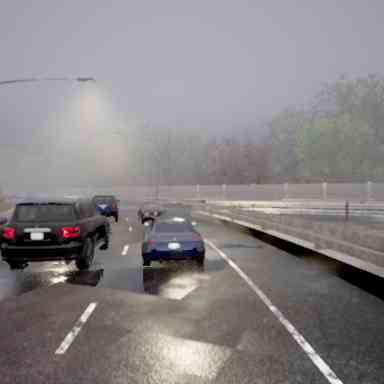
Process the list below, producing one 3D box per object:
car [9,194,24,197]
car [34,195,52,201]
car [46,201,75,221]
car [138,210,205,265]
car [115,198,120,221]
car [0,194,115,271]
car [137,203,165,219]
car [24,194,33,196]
[{"bbox_3d":[-42.634,1.241,78.927,4.553,1.767,2.097,0,0,40],"label":"car"},{"bbox_3d":[-37.579,1.406,83.877,5.357,1.411,2.033,0,0,40],"label":"car"},{"bbox_3d":[-11.057,1.516,28.185,1.812,1.442,4.674,0,0,-16],"label":"car"},{"bbox_3d":[-0.737,1.541,11.709,1.994,1.385,4.181,0,0,-7],"label":"car"},{"bbox_3d":[-7.055,1.199,26.834,2.150,2.045,5.566,0,0,-14],"label":"car"},{"bbox_3d":[-4.177,1.216,11.155,2.150,2.045,5.566,0,0,-5],"label":"car"},{"bbox_3d":[-3.000,1.509,24.910,2.033,1.411,5.357,0,0,-13],"label":"car"},{"bbox_3d":[-40.310,1.224,81.544,4.553,1.767,2.097,0,0,40],"label":"car"}]
